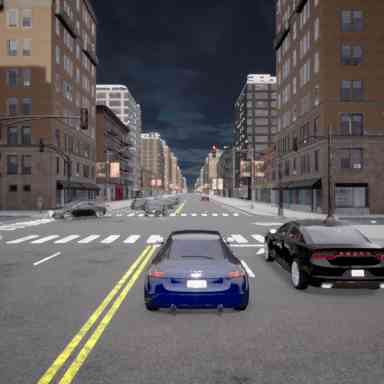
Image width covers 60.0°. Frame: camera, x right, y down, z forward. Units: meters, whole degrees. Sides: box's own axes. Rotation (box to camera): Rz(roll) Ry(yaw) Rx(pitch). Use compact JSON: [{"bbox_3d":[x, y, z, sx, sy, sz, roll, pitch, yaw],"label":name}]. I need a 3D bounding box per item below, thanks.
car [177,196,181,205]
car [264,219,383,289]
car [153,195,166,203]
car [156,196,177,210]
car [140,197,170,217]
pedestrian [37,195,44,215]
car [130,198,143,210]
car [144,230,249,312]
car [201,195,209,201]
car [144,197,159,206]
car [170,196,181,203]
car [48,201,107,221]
[{"bbox_3d":[-3.383,1.559,56.522,1.994,1.385,4.181,0,0,0],"label":"car"},{"bbox_3d":[3.330,1.478,9.159,1.882,1.535,5.008,0,0,0],"label":"car"},{"bbox_3d":[-6.581,1.483,67.541,2.128,1.511,4.902,0,0,1],"label":"car"},{"bbox_3d":[-3.386,1.503,43.707,1.837,1.490,4.892,0,0,0],"label":"car"},{"bbox_3d":[-3.381,1.511,31.596,1.837,1.490,4.892,0,0,0],"label":"car"},{"bbox_3d":[-14.169,1.170,31.092,0.375,1.860,0.375,0,0,0],"label":"pedestrian"},{"bbox_3d":[-6.636,1.505,42.598,1.837,1.490,4.892,0,0,0],"label":"car"},{"bbox_3d":[0.081,1.564,7.781,1.994,1.385,4.181,0,0,0],"label":"car"},{"bbox_3d":[3.180,1.465,80.583,1.882,1.535,5.008,0,0,0],"label":"car"},{"bbox_3d":[-6.635,1.596,54.818,1.895,1.301,4.718,0,0,0],"label":"car"},{"bbox_3d":[-3.310,1.538,69.280,2.033,1.411,5.357,0,0,0],"label":"car"},{"bbox_3d":[-9.377,1.506,27.616,2.128,1.511,4.902,1,0,39],"label":"car"}]
